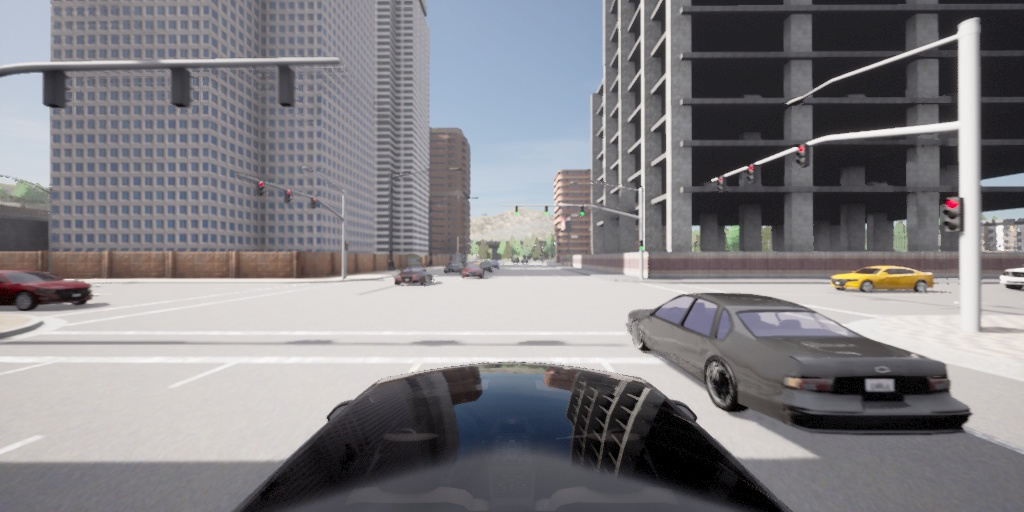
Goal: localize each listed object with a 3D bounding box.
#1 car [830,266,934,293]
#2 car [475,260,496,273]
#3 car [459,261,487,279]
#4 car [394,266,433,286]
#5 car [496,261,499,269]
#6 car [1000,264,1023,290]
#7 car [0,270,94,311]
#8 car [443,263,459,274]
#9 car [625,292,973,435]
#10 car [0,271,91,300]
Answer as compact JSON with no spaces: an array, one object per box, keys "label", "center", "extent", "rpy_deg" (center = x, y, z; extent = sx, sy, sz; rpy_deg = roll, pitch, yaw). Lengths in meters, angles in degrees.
[{"label":"car","center":[21.817,1.336,21.274],"extent":[5.008,1.535,1.882],"rpy_deg":[0,0,0]},{"label":"car","center":[-3.603,1.514,48.690],"extent":[1.837,1.490,4.892],"rpy_deg":[0,0,1]},{"label":"car","center":[-3.739,1.459,34.717],"extent":[1.812,1.442,4.674],"rpy_deg":[0,0,-1]},{"label":"car","center":[-7.177,1.451,26.500],"extent":[1.994,1.385,4.181],"rpy_deg":[0,0,0]},{"label":"car","center":[-3.293,1.574,64.256],"extent":[1.882,1.535,5.008],"rpy_deg":[0,0,1]},{"label":"car","center":[32.705,1.081,21.203],"extent":[5.566,2.045,2.150],"rpy_deg":[0,0,0]},{"label":"car","center":[-19.870,1.298,14.343],"extent":[5.008,1.535,1.882],"rpy_deg":[0,0,1]},{"label":"car","center":[-7.173,1.550,44.460],"extent":[1.994,1.385,4.181],"rpy_deg":[0,0,1]},{"label":"car","center":[3.580,1.321,6.014],"extent":[2.033,1.411,5.357],"rpy_deg":[0,0,0]},{"label":"car","center":[-24.441,1.440,17.874],"extent":[4.718,1.301,1.895],"rpy_deg":[0,0,0]}]
